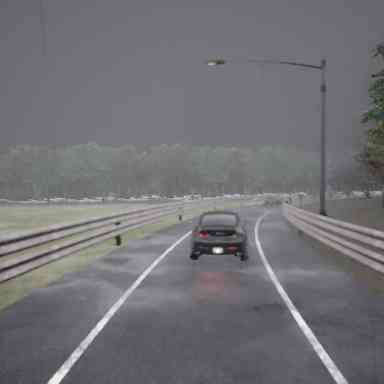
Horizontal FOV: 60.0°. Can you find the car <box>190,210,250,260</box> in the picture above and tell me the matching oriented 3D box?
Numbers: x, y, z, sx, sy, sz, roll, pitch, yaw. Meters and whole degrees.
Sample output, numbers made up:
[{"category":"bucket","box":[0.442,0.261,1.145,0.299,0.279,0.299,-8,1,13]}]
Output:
[{"category":"car","box":[1.057,1.442,12.265,1.837,1.490,4.892,0,1,7]}]

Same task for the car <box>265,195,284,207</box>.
[{"category":"car","box":[11.419,1.172,45.580,2.128,1.511,4.902,0,1,28]}]
